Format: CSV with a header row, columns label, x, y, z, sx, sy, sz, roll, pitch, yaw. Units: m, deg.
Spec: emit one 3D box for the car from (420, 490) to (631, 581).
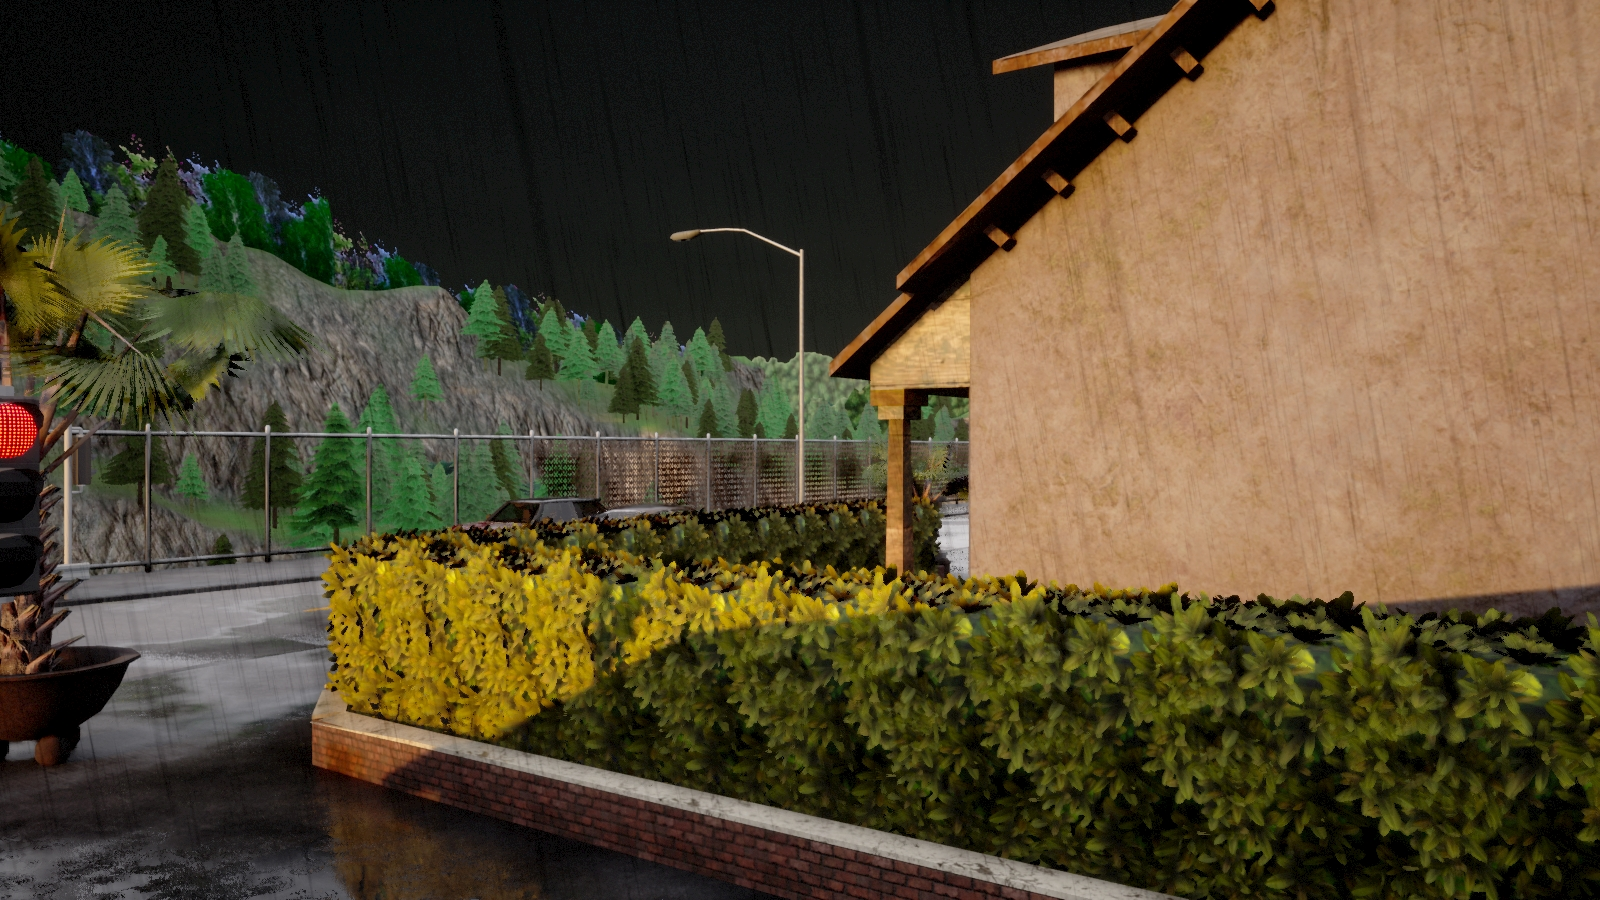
label,x,y,z,sx,sy,sz,roll,pitch,yaw
car,-6.312,1.906,26.765,2.097,1.767,4.553,0,0,35
